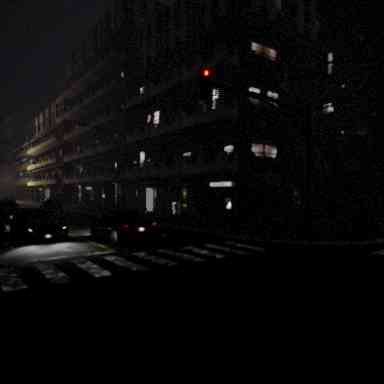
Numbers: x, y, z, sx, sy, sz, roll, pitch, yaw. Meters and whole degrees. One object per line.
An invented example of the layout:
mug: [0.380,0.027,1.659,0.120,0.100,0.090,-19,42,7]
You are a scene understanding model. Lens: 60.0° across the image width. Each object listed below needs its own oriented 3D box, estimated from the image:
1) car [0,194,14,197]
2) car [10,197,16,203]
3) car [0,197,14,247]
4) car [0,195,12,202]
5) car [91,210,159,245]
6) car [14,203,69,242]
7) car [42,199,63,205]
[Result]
car: [-35.717,1.252,64.961,1.967,1.590,4.097,0,0,-36]
car: [-14.330,1.383,25.547,1.882,1.535,5.008,0,0,-36]
car: [-9.286,1.261,14.163,2.192,1.841,5.009,0,0,-36]
car: [-39.038,1.362,69.548,2.008,1.369,4.403,0,0,-36]
car: [-3.209,1.507,15.413,1.994,1.385,4.181,0,0,-34]
car: [-7.677,1.486,16.352,2.033,1.411,5.357,0,0,-36]
car: [-15.786,1.448,37.433,1.802,1.307,4.206,0,0,-36]
